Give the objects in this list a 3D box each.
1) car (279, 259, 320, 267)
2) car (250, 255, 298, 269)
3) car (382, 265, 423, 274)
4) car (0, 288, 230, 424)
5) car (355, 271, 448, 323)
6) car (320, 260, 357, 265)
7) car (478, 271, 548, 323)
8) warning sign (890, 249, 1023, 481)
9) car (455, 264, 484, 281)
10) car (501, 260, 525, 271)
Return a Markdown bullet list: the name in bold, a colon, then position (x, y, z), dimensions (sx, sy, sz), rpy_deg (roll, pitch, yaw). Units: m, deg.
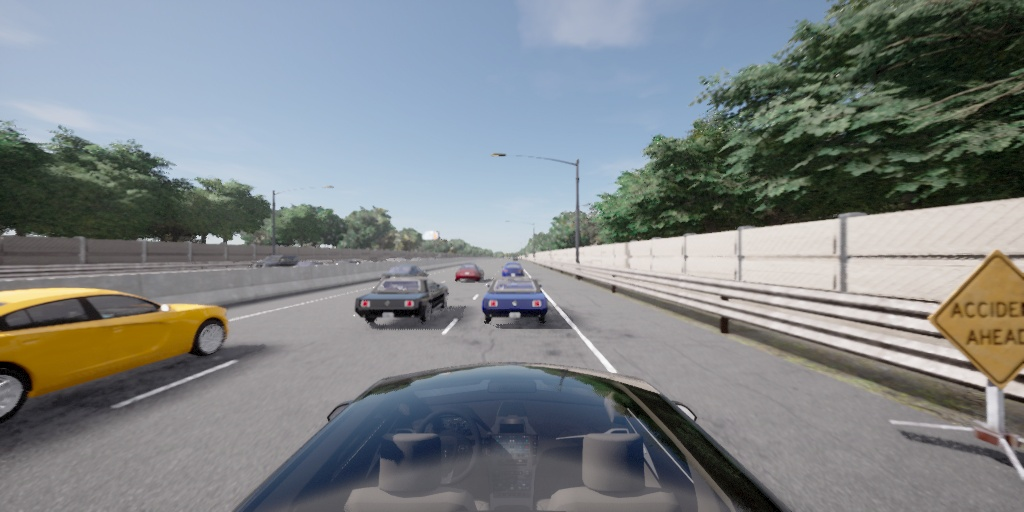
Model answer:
- **car**: position (-21.111, 1.276, 37.073), dimensions (2.033, 1.411, 5.357), rpy_deg (0, 0, 0)
- **car**: position (-24.608, 0.950, 37.572), dimensions (2.150, 2.045, 5.566), rpy_deg (0, 0, 0)
- **car**: position (-6.929, 1.289, 23.554), dimensions (2.033, 1.411, 5.357), rpy_deg (0, 0, 0)
- **car**: position (-6.932, 1.227, 5.551), dimensions (1.882, 1.535, 5.008), rpy_deg (0, 0, 0)
- **car**: position (-3.414, 1.348, 12.125), dimensions (1.895, 1.301, 4.718), rpy_deg (0, 0, 0)
- **car**: position (-17.609, 1.233, 37.582), dimensions (1.837, 1.490, 4.892), rpy_deg (0, 0, 0)
- **car**: position (0.087, 1.349, 12.158), dimensions (1.895, 1.301, 4.718), rpy_deg (0, 0, 0)
- **warning sign**: position (4.549, 0.866, 3.366), dimensions (1.300, 1.860, 1.060), rpy_deg (0, 0, 0)
- **car**: position (-3.421, 1.301, 29.391), dimensions (1.994, 1.385, 4.181), rpy_deg (0, 0, 0)
- **car**: position (0.080, 1.262, 29.826), dimensions (1.812, 1.442, 4.674), rpy_deg (0, 0, 0)
